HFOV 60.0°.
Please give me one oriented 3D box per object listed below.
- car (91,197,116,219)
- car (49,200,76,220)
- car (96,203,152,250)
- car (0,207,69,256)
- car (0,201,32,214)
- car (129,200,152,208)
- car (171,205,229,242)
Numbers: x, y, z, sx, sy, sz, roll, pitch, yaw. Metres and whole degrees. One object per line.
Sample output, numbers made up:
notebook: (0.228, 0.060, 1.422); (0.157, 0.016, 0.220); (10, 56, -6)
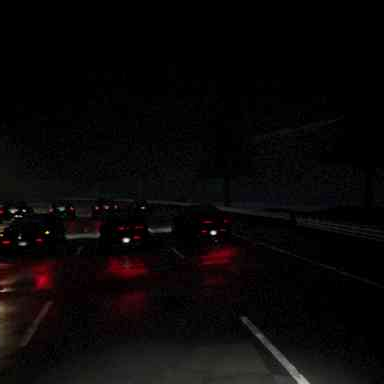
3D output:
car: (-7.829, 1.348, 29.715); (2.097, 1.767, 4.553); (-2, 0, -20)
car: (-11.182, 1.457, 28.719); (2.097, 1.767, 4.553); (-2, 0, -20)
car: (-2.994, 1.479, 14.378); (1.837, 1.490, 4.892); (-2, 1, -14)
car: (-6.452, 1.609, 13.793); (1.812, 1.442, 4.674); (-2, 1, -14)
car: (-14.553, 1.567, 27.749); (2.097, 1.767, 4.553); (-2, 0, -20)
car: (-5.288, 1.458, 32.976); (1.994, 1.385, 4.181); (-2, 1, -21)
car: (0.256, 1.370, 15.799); (1.837, 1.490, 4.892); (-2, 1, -15)
